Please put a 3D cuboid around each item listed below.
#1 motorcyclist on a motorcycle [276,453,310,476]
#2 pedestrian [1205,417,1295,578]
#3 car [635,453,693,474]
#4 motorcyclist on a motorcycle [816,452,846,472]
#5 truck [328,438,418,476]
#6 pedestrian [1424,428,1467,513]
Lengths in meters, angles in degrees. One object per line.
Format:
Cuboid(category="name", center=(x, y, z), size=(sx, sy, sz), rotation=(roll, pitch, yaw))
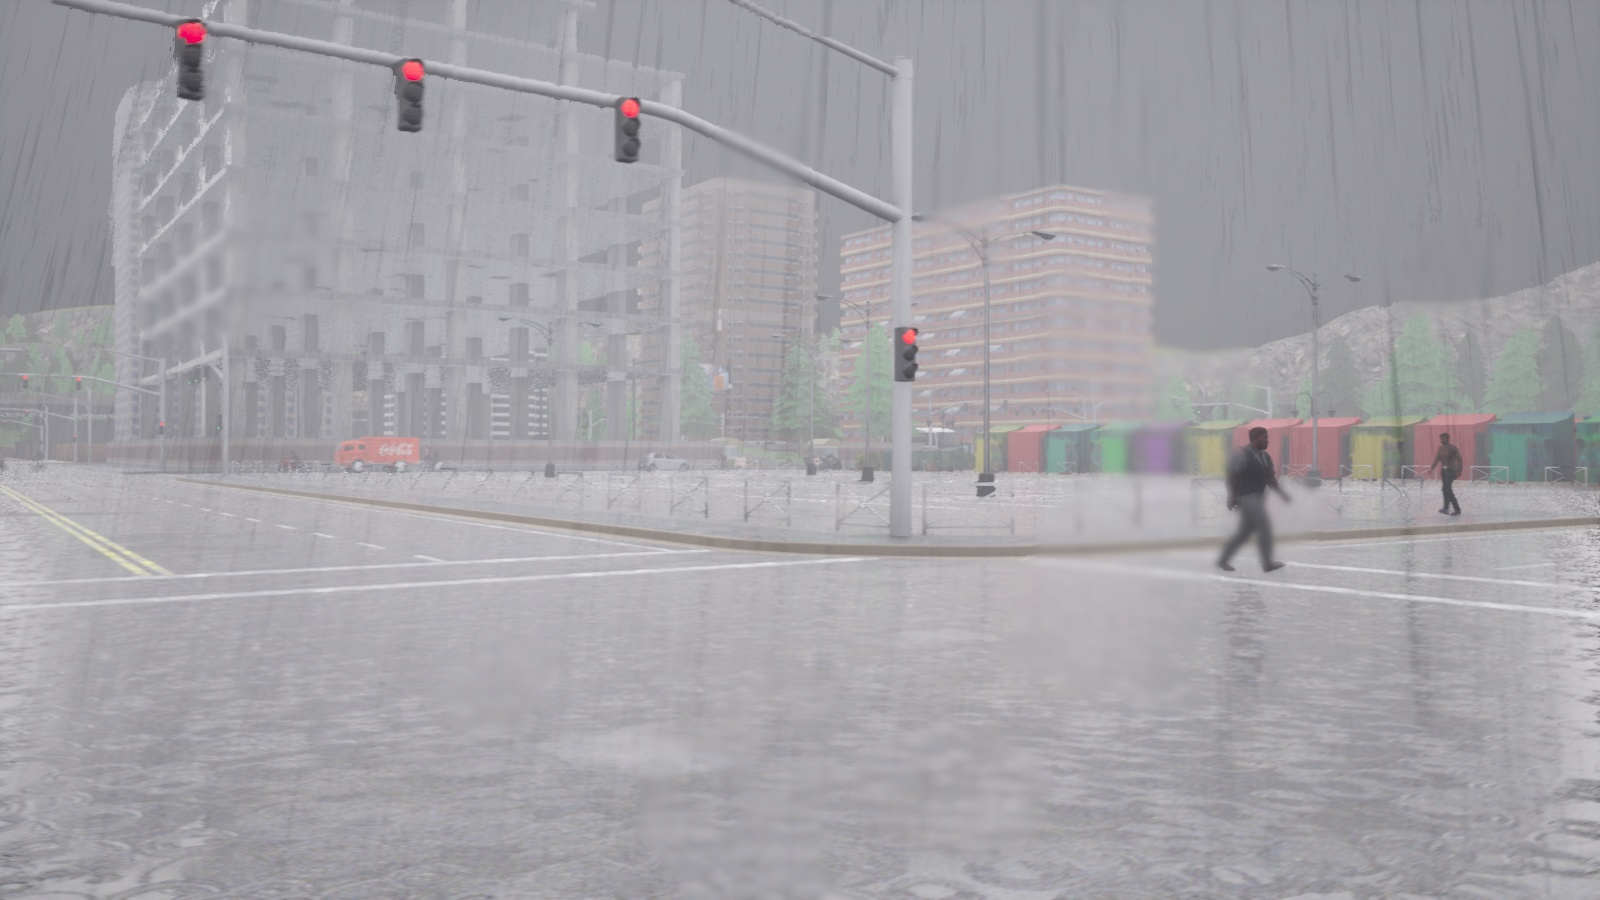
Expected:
Cuboid(category="motorcyclist on a motorcycle", center=(-34.134, 0.951, 84.540), size=(2.044, 1.523, 0.797), rotation=(0, 0, -35))
Cuboid(category="pedestrian", center=(5.450, 0.558, 15.230), size=(0.563, 1.883, 0.849), rotation=(0, 0, -41))
Cuboid(category="car", center=(-9.577, 0.941, 88.757), size=(3.633, 1.501, 1.845), rotation=(0, 0, -35))
Cuboid(category="motorcyclist on a motorcycle", center=(2.403, 0.957, 97.043), size=(2.191, 1.530, 0.866), rotation=(0, 0, -35))
Cuboid(category="truck", center=(-28.574, 0.469, 84.132), size=(5.204, 2.467, 2.627), rotation=(0, 0, -35))
Cuboid(category="pedestrian", center=(13.928, 0.440, 27.112), size=(0.869, 1.805, 0.328), rotation=(0, 0, -21))
